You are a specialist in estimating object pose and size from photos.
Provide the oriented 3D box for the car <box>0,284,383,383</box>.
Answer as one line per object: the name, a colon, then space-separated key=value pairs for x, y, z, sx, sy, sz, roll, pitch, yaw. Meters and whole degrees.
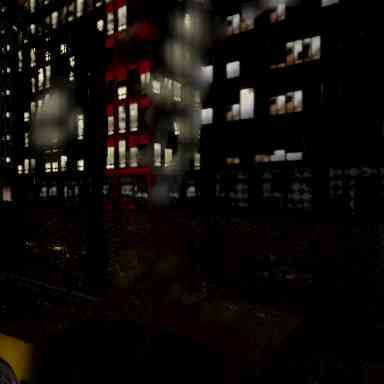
car: x=-0.215 y=1.530 z=3.022 sx=4.829 sy=1.417 sz=1.752 roll=0 pitch=0 yaw=35
